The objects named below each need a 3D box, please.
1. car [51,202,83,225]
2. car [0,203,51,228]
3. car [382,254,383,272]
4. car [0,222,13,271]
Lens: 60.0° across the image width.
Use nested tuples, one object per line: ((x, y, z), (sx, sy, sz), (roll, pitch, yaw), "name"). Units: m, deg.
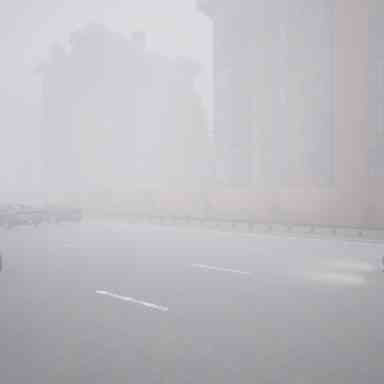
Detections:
((-9.967, 1.478, 23.993), (5.008, 1.535, 1.882), (0, 0, 35), "car")
((-11.310, 1.493, 20.652), (4.902, 1.511, 2.128), (0, 0, 35), "car")
((7.102, 1.502, 7.526), (4.892, 1.490, 1.837), (-1, 0, 35), "car")
((-6.930, 1.564, 8.933), (4.181, 1.385, 1.994), (0, 0, 35), "car")
